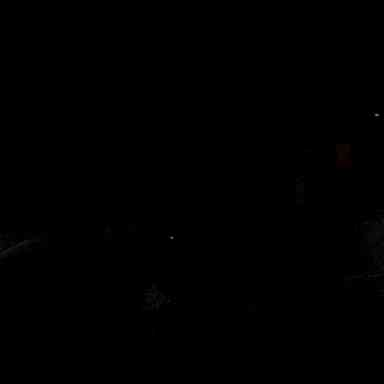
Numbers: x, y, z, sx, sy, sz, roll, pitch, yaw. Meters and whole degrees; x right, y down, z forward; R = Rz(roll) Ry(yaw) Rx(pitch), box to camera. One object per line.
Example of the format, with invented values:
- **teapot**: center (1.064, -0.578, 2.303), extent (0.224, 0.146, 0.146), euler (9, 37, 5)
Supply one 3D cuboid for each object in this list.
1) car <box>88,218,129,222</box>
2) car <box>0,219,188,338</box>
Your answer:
- **car**: center (-2.652, 1.525, 9.778), extent (4.674, 1.442, 1.812), euler (0, 0, -35)
- **car**: center (-2.424, 1.478, 5.948), extent (5.008, 1.535, 1.882), euler (0, 0, -35)
